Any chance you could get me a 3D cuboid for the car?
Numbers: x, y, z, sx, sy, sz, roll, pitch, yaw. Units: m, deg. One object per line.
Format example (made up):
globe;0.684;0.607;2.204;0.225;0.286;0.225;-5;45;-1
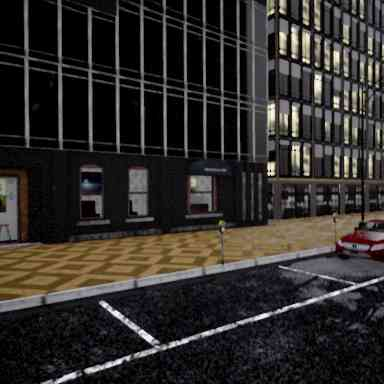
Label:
car;6.595;1.569;11.242;4.206;1.307;1.802;0;0;-35
